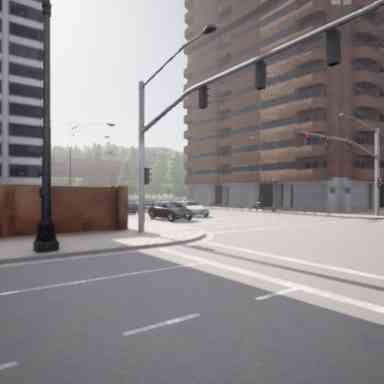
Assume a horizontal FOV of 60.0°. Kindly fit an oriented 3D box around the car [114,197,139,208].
[{"bbox_3d":[-9.967,1.529,50.385,1.837,1.490,4.892,0,0,-36],"label":"car"}]

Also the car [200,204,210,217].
[{"bbox_3d":[-0.276,1.545,30.829,1.812,1.442,4.674,0,0,-36],"label":"car"}]

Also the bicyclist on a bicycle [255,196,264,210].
[{"bbox_3d":[8.063,1.333,39.717,1.656,1.620,0.582,0,0,-36],"label":"bicyclist on a bicycle"}]

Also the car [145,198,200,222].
[{"bbox_3d":[-1.735,1.521,26.836,1.837,1.490,4.892,0,0,-36],"label":"car"}]

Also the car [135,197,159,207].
[{"bbox_3d":[-7.129,1.592,52.432,1.994,1.385,4.181,0,0,-36],"label":"car"}]

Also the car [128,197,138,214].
[{"bbox_3d":[-7.447,1.368,34.773,2.097,1.767,4.553,0,0,-36],"label":"car"}]
